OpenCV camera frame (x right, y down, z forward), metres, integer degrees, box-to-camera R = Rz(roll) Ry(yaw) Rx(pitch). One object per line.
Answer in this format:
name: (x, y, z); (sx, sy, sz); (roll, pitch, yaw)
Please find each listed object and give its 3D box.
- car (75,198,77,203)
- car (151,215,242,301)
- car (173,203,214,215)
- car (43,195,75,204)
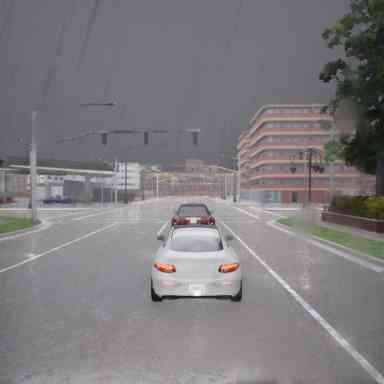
car: (-24.169, 1.456, 63.617); (3.806, 1.475, 1.970); (0, 0, 1)
car: (0.087, 1.526, 8.168); (1.812, 1.442, 4.674); (0, 0, 0)
car: (0.064, 1.352, 17.160); (2.097, 1.767, 4.553); (0, 0, 0)
car: (-23.439, 1.295, 57.868); (4.611, 1.667, 2.242); (0, 0, 1)
